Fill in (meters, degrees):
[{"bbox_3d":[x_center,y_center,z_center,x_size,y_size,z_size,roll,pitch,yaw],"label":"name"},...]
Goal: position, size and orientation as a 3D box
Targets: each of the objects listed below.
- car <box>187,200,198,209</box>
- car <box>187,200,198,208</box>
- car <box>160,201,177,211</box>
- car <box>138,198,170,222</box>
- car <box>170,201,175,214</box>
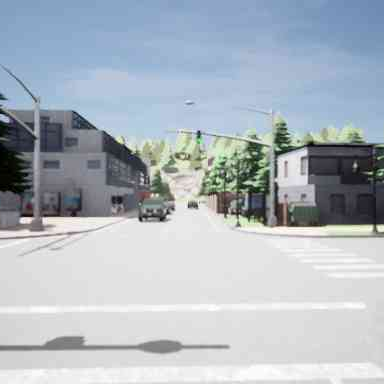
[{"bbox_3d":[0.128,2.221,57.713,1.837,1.490,4.892,0,-1,0],"label":"car"},{"bbox_3d":[0.125,2.393,68.133,2.033,1.411,5.357,0,-1,0],"label":"car"},{"bbox_3d":[-3.558,2.127,51.171,2.128,1.511,4.902,0,-1,0],"label":"car"},{"bbox_3d":[-3.587,1.605,30.859,2.150,2.045,5.566,0,-1,0],"label":"car"},{"bbox_3d":[-3.580,2.000,40.904,2.128,1.511,4.902,0,-1,0],"label":"car"}]
